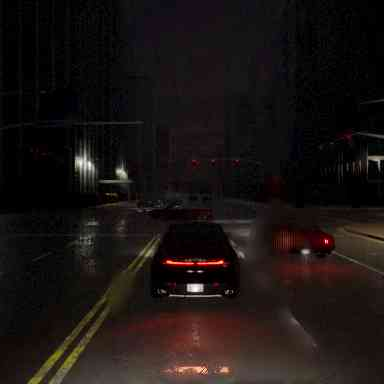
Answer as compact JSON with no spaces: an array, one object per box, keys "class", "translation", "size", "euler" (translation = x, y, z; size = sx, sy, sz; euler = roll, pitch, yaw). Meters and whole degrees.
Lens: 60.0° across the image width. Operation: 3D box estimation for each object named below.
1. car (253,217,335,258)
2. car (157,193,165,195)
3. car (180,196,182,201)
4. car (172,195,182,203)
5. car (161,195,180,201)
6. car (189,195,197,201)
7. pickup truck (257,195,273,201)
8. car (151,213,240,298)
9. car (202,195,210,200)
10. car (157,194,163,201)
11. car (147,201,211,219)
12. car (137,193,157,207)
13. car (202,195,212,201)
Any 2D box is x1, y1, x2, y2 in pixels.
[{"class":"car","translation":[3.619,1.601,12.758],"size":[1.895,1.301,4.718],"euler":[0,0,0]},{"class":"car","translation":[-6.786,1.225,70.537],"size":[2.150,2.045,5.566],"euler":[0,0,0]},{"class":"car","translation":[-3.361,1.601,63.240],"size":[1.895,1.301,4.718],"euler":[0,0,1]},{"class":"car","translation":[-3.277,1.478,73.361],"size":[1.882,1.535,5.008],"euler":[0,0,0]},{"class":"car","translation":[-3.417,1.564,53.951],"size":[1.994,1.385,4.181],"euler":[0,0,0]},{"class":"car","translation":[0.243,1.487,80.031],"size":[1.837,1.490,4.892],"euler":[0,0,0]},{"class":"pickup truck","translation":[16.851,1.059,75.811],"size":[2.390,2.098,6.274],"euler":[0,0,31]},{"class":"car","translation":[0.084,1.505,8.502],"size":[1.837,1.490,4.892],"euler":[0,0,1]},{"class":"car","translation":[3.776,1.552,90.510],"size":[1.994,1.385,4.181],"euler":[0,0,0]},{"class":"car","translation":[-6.889,1.505,60.130],"size":[1.837,1.490,4.892],"euler":[0,0,1]},{"class":"car","translation":[-0.774,1.601,25.437],"size":[4.718,1.301,1.895],"euler":[0,0,1]},{"class":"car","translation":[-6.939,1.352,49.977],"size":[2.097,1.767,4.553],"euler":[0,0,0]},{"class":"car","translation":[3.744,1.478,80.347],"size":[1.882,1.535,5.008],"euler":[0,0,0]}]
